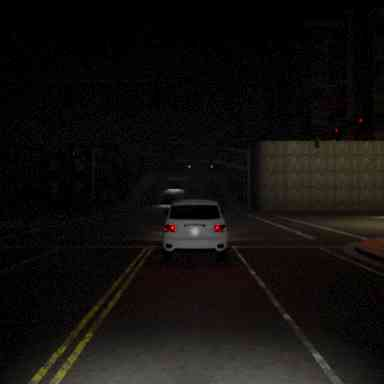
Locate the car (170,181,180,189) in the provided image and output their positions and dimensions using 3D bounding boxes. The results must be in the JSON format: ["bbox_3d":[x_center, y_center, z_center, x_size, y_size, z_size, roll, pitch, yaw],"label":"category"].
[{"bbox_3d":[-3.489,-1.612,68.588,1.994,1.385,4.181,0,12,0],"label":"car"}]

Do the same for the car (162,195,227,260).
[{"bbox_3d":[0.094,1.277,12.870,2.150,2.045,5.566,0,0,0],"label":"car"}]

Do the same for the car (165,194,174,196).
[{"bbox_3d":[-3.561,1.044,52.666,2.033,1.411,5.357,0,6,0],"label":"car"}]
